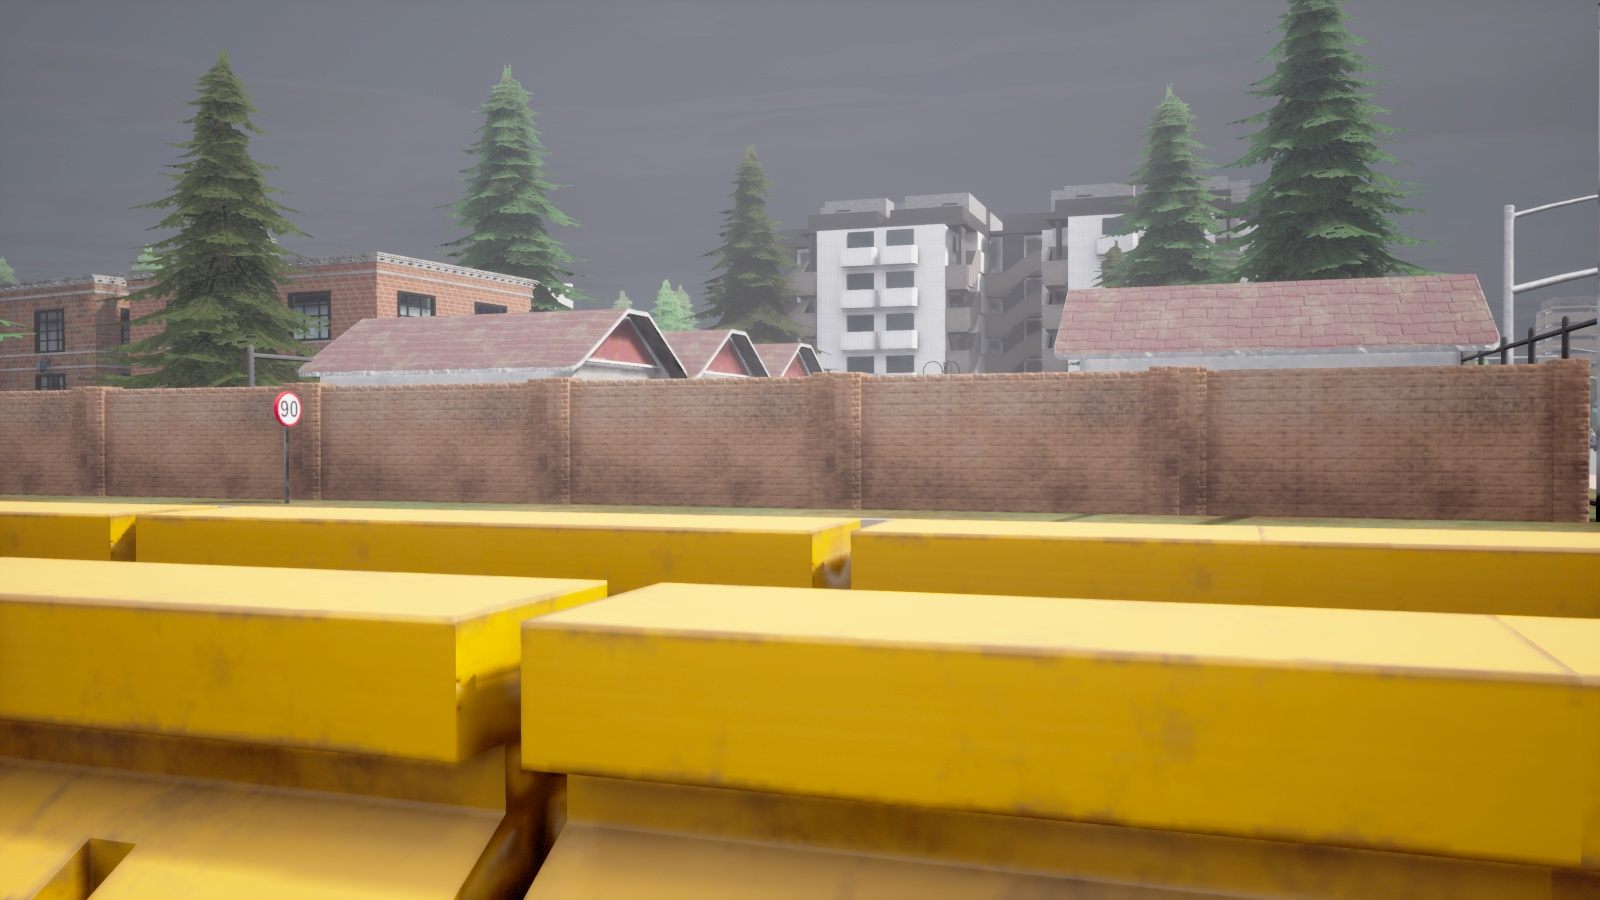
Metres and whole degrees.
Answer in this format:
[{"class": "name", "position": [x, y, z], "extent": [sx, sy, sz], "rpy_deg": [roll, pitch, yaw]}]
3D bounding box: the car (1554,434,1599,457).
[{"class": "car", "position": [50.429, -0.323, 81.439], "extent": [1.970, 1.475, 3.806], "rpy_deg": [1, 1, 20]}]
